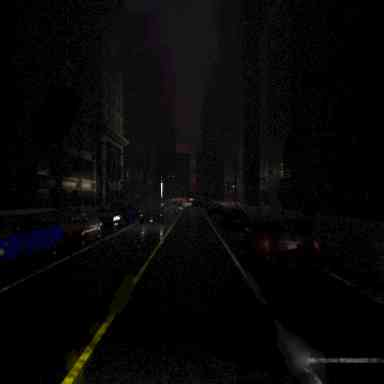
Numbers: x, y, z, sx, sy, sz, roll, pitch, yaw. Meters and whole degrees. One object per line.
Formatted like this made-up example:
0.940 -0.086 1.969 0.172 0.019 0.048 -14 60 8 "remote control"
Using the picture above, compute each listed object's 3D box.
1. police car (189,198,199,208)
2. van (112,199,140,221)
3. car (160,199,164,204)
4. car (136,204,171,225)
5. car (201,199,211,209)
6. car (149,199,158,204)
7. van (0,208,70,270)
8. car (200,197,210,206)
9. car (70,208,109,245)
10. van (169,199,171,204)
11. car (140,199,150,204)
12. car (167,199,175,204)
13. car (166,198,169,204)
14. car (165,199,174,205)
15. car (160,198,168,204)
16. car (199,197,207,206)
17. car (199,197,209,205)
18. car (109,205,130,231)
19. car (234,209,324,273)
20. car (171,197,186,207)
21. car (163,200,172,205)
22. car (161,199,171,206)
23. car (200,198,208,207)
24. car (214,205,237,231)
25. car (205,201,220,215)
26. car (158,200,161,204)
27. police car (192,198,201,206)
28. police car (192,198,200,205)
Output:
0.940 2.121 63.199 1.930 1.638 5.238 0 -1 0 "police car"
-5.749 1.645 28.018 1.690 1.788 3.998 0 -1 0 "van"
-5.734 2.119 50.561 1.947 1.339 4.313 0 -1 0 "car"
-3.083 1.898 27.419 1.895 1.301 4.718 0 -1 0 "car"
2.791 2.134 50.561 1.802 1.307 4.206 0 -1 0 "car"
-5.742 1.743 39.291 2.192 1.841 5.009 0 -1 0 "car"
-5.760 1.461 11.110 1.690 1.788 3.998 0 -1 0 "van"
2.804 2.125 73.107 2.192 1.841 5.009 0 -1 0 "car"
-5.756 1.704 16.574 1.752 1.417 4.829 0 -1 0 "car"
-5.724 2.086 67.473 1.690 1.788 3.998 0 -1 0 "van"
-5.745 1.806 33.653 1.967 1.590 4.097 0 -1 0 "car"
-5.709 2.579 90.014 1.947 1.339 4.313 0 -1 0 "car"
-5.727 2.262 61.834 1.802 1.307 4.206 0 -1 0 "car"
-5.713 2.511 84.378 1.947 1.339 4.313 0 -1 0 "car"
-5.730 2.167 56.197 2.008 1.369 4.403 0 -1 0 "car"
2.798 2.120 61.835 1.967 1.590 4.097 0 -1 0 "car"
2.808 2.192 78.743 2.192 1.841 5.009 0 -1 0 "car"
-5.752 1.792 22.379 2.008 1.369 4.403 0 -1 0 "car"
2.766 1.559 11.110 1.967 1.590 4.097 0 -1 0 "car"
-2.958 2.277 68.677 2.128 1.511 4.902 0 -1 0 "car"
-5.716 2.459 78.742 1.802 1.307 4.206 0 -1 0 "car"
-5.720 2.334 72.936 1.752 1.417 4.829 0 -1 0 "car"
2.795 2.197 56.197 1.802 1.307 4.206 0 -1 0 "car"
2.773 1.807 22.381 1.947 1.339 4.313 0 -1 0 "car"
2.784 2.009 39.289 1.802 1.307 4.206 0 -1 0 "car"
-5.737 2.056 44.925 1.947 1.339 4.313 0 -1 0 "car"
0.914 2.237 73.199 1.930 1.638 5.238 0 -1 0 "police car"
0.917 2.308 79.198 1.930 1.638 5.238 0 -1 0 "police car"
